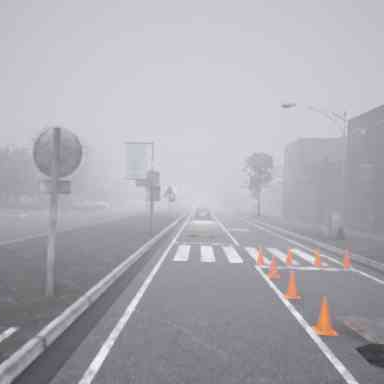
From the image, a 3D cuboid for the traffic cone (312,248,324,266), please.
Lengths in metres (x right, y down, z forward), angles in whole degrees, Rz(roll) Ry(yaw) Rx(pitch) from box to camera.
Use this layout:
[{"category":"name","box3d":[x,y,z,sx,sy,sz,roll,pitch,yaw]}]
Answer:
[{"category":"traffic cone","box3d":[4.413,2.272,11.664,0.340,0.580,0.340,2,-1,1]}]

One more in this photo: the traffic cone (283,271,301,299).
[{"category":"traffic cone","box3d":[2.323,2.129,7.713,0.340,0.580,0.340,2,-1,1]}]

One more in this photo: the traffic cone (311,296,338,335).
[{"category":"traffic cone","box3d":[2.276,2.095,5.713,0.340,0.580,0.340,2,-1,1]}]

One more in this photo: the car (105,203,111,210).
[{"category":"car","box3d":[-17.014,2.294,56.333,5.008,1.535,2.097,2,-2,2]}]

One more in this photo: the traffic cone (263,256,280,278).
[{"category":"traffic cone","box3d":[2.370,2.170,9.713,0.340,0.580,0.340,2,-1,1]}]

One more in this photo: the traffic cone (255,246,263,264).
[{"category":"traffic cone","box3d":[2.417,2.214,11.714,0.340,0.580,0.340,2,-1,1]}]

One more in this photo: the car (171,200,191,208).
[{"category":"car","box3d":[-2.986,3.453,93.161,5.566,2.045,2.435,2,-2,2]}]

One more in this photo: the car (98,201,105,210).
[{"category":"car","box3d":[-17.088,2.207,53.061,4.892,1.521,2.231,2,-2,2]}]

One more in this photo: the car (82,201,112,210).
[{"category":"car","box3d":[-16.924,2.419,59.478,4.674,1.452,2.002,2,-2,2]}]

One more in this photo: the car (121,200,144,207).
[{"category":"car","box3d":[-16.173,3.155,87.944,5.008,1.535,2.097,2,-2,2]}]

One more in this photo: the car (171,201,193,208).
[{"category":"car","box3d":[-3.031,3.619,90.353,4.892,1.521,2.231,2,-2,2]}]

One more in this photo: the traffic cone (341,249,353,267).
[{"category":"traffic cone","box3d":[5.413,2.301,11.641,0.340,0.580,0.340,2,-1,1]}]

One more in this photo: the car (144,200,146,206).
[{"category":"car","box3d":[-16.039,3.325,93.508,5.008,1.535,2.097,2,-2,2]}]

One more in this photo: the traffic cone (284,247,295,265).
[{"category":"traffic cone","box3d":[3.415,2.243,11.689,0.340,0.580,0.340,2,-1,1]}]

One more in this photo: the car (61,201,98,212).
[{"category":"car","box3d":[-17.178,2.157,49.787,4.674,1.452,2.002,2,-2,2]}]

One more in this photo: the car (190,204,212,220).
[{"category":"car","box3d":[1.248,2.424,38.904,2.128,1.511,4.902,2,-1,2]}]
